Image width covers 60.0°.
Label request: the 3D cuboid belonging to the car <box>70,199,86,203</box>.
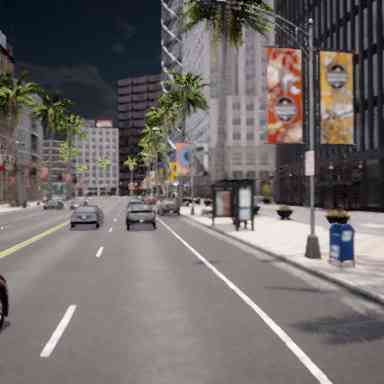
[{"bbox_3d":[-14.761,1.621,43.604,2.128,1.511,4.902,-1,0,-11],"label":"car"}]

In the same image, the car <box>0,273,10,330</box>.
[{"bbox_3d":[-3.958,1.389,3.692,2.097,1.767,4.553,-1,0,-5],"label":"car"}]

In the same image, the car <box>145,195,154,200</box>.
[{"bbox_3d":[-7.725,1.412,61.251,2.185,1.767,4.553,-1,0,-11],"label":"car"}]

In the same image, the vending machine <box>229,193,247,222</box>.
[{"bbox_3d":[3.476,1.155,24.955,1.100,2.100,0.880,-1,0,-11],"label":"vending machine"}]

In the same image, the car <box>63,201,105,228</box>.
[{"bbox_3d":[-7.110,1.610,22.911,2.033,1.411,5.357,-1,0,-11],"label":"car"}]

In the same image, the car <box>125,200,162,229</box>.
[{"bbox_3d":[-3.420,1.518,22.129,2.128,1.511,4.902,-1,0,-10],"label":"car"}]

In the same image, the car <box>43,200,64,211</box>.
[{"bbox_3d":[-18.510,1.731,44.637,1.994,1.385,4.181,-1,0,-10],"label":"car"}]

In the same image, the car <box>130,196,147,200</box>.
[{"bbox_3d":[-6.904,1.560,40.715,1.837,1.490,4.892,-1,0,-11],"label":"car"}]

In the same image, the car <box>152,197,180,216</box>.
[{"bbox_3d":[-2.295,1.494,32.382,2.231,1.521,4.892,-1,0,-11],"label":"car"}]

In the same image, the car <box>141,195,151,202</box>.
[{"bbox_3d":[-11.481,1.601,82.858,2.161,1.482,4.786,-1,0,-11],"label":"car"}]
